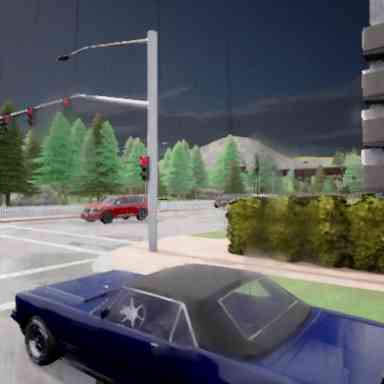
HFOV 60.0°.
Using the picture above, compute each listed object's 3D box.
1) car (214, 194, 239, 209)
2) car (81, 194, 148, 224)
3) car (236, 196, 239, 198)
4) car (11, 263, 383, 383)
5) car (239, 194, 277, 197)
[{"bbox_3d":[5.156,1.256,44.682,2.150,2.045,5.566,0,-1,39],"label":"car"},{"bbox_3d":[-5.688,1.243,25.431,2.150,2.045,5.566,0,1,38],"label":"car"},{"bbox_3d":[8.254,1.572,42.945,2.033,1.411,5.357,0,0,39],"label":"car"},{"bbox_3d":[-0.245,1.604,4.134,4.718,1.301,1.895,0,0,36],"label":"car"},{"bbox_3d":[6.738,1.236,29.570,2.150,2.045,5.566,0,0,39],"label":"car"}]
